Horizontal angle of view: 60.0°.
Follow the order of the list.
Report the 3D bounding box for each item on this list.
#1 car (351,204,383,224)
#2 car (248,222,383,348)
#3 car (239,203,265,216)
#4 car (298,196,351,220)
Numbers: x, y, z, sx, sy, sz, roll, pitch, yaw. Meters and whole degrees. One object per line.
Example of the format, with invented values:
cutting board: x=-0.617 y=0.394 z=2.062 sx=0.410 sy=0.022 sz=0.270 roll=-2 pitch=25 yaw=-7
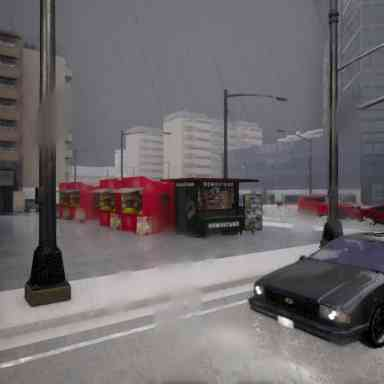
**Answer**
car: x=13.396 y=1.529 z=21.458 sx=1.882 sy=1.535 sz=5.008 roll=0 pitch=0 yaw=-35
car: x=3.594 y=1.547 z=6.437 sx=5.357 sy=1.411 sz=2.033 roll=0 pitch=0 yaw=-34
car: x=5.164 y=1.758 z=32.838 sx=1.994 sy=1.385 sz=4.181 roll=0 pitch=-1 yaw=-36
car: x=12.035 y=1.336 z=29.339 sx=2.150 sy=2.045 sz=5.566 roll=0 pitch=0 yaw=-36
